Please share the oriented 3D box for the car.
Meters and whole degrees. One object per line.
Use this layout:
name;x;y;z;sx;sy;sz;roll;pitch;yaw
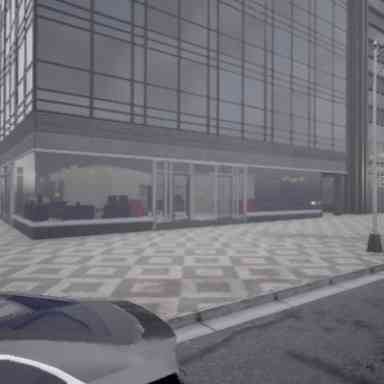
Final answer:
car;-2.283;1.492;1.749;4.902;1.511;2.128;0;0;-35
